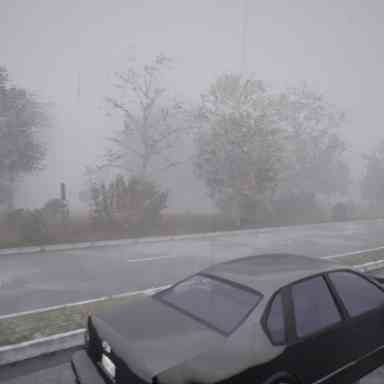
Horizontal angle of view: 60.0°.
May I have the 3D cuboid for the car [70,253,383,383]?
[{"bbox_3d":[1.307,1.577,4.372,5.357,1.411,2.033,1,0,-36],"label":"car"}]
